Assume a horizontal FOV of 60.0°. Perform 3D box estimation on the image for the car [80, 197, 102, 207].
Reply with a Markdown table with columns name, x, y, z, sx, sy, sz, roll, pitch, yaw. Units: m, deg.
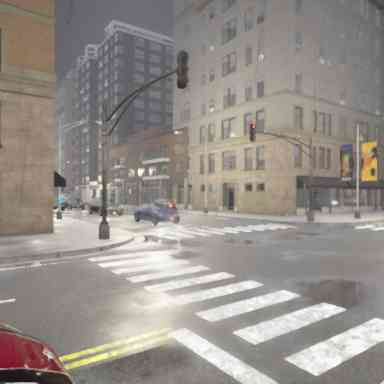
| name | x | y | z | sx | sy | sz | roll | pitch | yaw |
| --- | --- | --- | --- | --- | --- | --- | --- | --- | --- |
| car | -15.898 | 1.502 | 52.176 | 1.752 | 1.417 | 4.829 | 0 | 0 | -35 |

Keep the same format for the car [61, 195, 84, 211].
| name | x | y | z | sx | sy | sz | roll | pitch | yaw |
| --- | --- | --- | --- | --- | --- | --- | --- | --- | --- |
| car | -14.513 | 1.464 | 40.722 | 1.837 | 1.490 | 4.892 | 0 | 0 | -35 |

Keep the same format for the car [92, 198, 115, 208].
| name | x | y | z | sx | sy | sz | roll | pitch | yaw |
| --- | --- | --- | --- | --- | --- | --- | --- | --- | --- |
| car | -12.653 | 1.557 | 47.583 | 1.802 | 1.307 | 4.206 | 0 | 0 | -35 |

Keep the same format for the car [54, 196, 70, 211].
| name | x | y | z | sx | sy | sz | roll | pitch | yaw |
| --- | --- | --- | --- | --- | --- | --- | --- | --- | --- |
| car | -16.062 | 1.517 | 38.501 | 1.947 | 1.339 | 4.313 | 0 | 0 | -35 |

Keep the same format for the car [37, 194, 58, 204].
| name | x | y | z | sx | sy | sz | roll | pitch | yaw |
| --- | --- | --- | --- | --- | --- | --- | --- | --- | --- |
| car | -23.214 | 1.141 | 53.198 | 2.128 | 1.511 | 4.902 | 0 | 0 | -35 |

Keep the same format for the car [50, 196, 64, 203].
| name | x | y | z | sx | sy | sz | roll | pitch | yaw |
| --- | --- | --- | --- | --- | --- | --- | --- | --- | --- |
| car | -28.387 | 1.555 | 69.854 | 1.947 | 1.339 | 4.313 | 0 | 0 | -35 |

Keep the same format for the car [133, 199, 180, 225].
| name | x | y | z | sx | sy | sz | roll | pitch | yaw |
| --- | --- | --- | --- | --- | --- | --- | --- | --- | --- |
| car | -2.657 | 1.499 | 23.879 | 1.812 | 1.442 | 4.674 | 0 | 0 | -34 |

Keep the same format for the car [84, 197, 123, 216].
| name | x | y | z | sx | sy | sz | roll | pitch | yaw |
| --- | --- | --- | --- | --- | --- | --- | --- | --- | --- |
| car | -8.327 | 1.315 | 31.965 | 2.097 | 1.767 | 4.553 | 0 | 0 | -35 |

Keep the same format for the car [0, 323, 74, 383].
| name | x | y | z | sx | sy | sz | roll | pitch | yaw |
| --- | --- | --- | --- | --- | --- | --- | --- | --- | --- |
| car | -2.804 | 1.353 | 1.467 | 4.553 | 1.767 | 2.097 | 0 | 0 | -36 |

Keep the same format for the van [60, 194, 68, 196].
| name | x | y | z | sx | sy | sz | roll | pitch | yaw |
| --- | --- | --- | --- | --- | --- | --- | --- | --- | --- |
| van | -25.240 | 1.327 | 65.400 | 1.690 | 1.788 | 3.998 | 0 | 0 | -35 |
